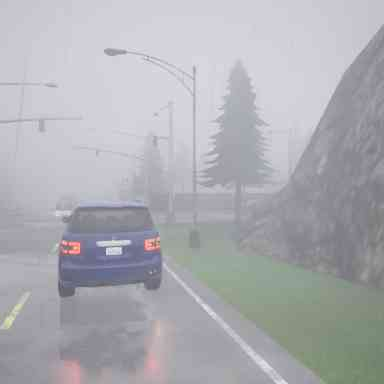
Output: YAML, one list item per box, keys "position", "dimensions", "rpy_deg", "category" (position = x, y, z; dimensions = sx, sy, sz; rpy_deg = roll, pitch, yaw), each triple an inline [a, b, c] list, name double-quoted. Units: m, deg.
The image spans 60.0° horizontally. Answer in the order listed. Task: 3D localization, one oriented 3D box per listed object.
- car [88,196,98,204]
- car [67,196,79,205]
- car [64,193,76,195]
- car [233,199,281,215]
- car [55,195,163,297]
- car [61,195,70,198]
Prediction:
- position: [-19.240, 1.526, 64.582]
  dimensions: [1.812, 1.442, 4.674]
  rpy_deg: [0, 0, -17]
  category: "car"
- position: [-22.193, 1.564, 62.133]
  dimensions: [1.994, 1.385, 4.181]
  rpy_deg: [0, 0, -17]
  category: "car"
- position: [-19.291, 1.220, 52.415]
  dimensions: [2.150, 2.045, 5.566]
  rpy_deg: [0, 0, -17]
  category: "car"
- position: [6.511, 1.505, 33.284]
  dimensions: [4.892, 1.490, 1.837]
  rpy_deg: [0, 0, -18]
  category: "car"
- position: [-2.248, 1.221, 8.924]
  dimensions: [2.150, 2.045, 5.566]
  rpy_deg: [0, 0, -16]
  category: "car"
- position: [-16.394, 1.492, 42.874]
  dimensions: [2.128, 1.511, 4.902]
  rpy_deg: [0, 0, -17]
  category: "car"
